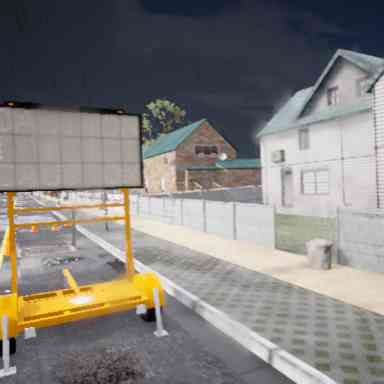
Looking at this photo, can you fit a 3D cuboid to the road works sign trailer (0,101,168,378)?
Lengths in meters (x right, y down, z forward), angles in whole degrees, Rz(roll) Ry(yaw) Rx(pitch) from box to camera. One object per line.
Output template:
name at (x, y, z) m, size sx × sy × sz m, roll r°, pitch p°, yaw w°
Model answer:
road works sign trailer at (-2.037, 0.369, 5.658) m, size 2.380 × 3.560 × 2.880 m, roll -3°, pitch 2°, yaw -28°
